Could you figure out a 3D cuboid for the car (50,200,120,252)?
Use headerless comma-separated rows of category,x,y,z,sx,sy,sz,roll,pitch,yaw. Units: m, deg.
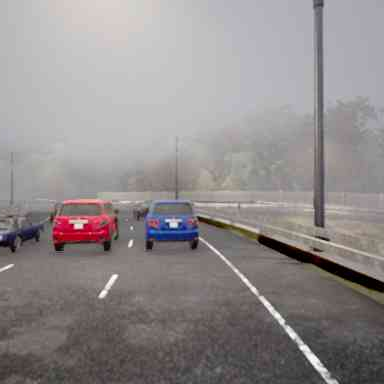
car,-4.521,1.358,14.834,2.150,2.045,5.566,0,0,-8

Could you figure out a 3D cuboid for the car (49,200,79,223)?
car,-11.150,1.629,29.320,2.097,1.767,4.553,0,-1,-16

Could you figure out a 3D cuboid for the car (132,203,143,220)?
car,-4.487,1.804,31.460,1.837,1.490,4.892,0,0,-16

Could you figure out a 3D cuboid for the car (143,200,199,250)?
car,-1.053,1.361,15.309,2.150,2.045,5.566,0,0,-8

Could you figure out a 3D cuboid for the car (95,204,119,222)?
car,-7.850,1.853,30.496,1.994,1.385,4.181,0,-1,-16

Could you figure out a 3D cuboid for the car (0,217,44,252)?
car,-8.004,1.740,14.450,1.895,1.301,4.718,0,-1,-8
